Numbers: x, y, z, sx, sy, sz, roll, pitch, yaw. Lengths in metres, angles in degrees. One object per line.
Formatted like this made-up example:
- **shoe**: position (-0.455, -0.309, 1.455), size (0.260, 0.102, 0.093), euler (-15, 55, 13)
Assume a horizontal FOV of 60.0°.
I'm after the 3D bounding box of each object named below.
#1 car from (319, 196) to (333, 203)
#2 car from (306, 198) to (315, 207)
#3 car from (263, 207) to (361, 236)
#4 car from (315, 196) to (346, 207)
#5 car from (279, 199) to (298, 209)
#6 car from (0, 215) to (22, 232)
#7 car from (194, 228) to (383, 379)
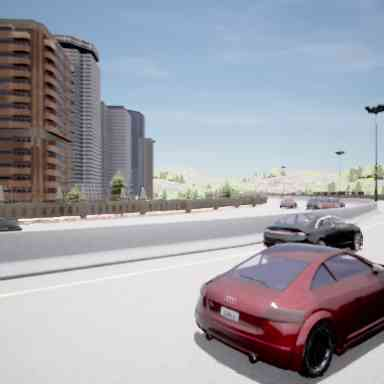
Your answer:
- **car**: position (29.869, 1.663, 74.147), size (1.812, 1.442, 4.674), euler (0, 0, 8)
- **car**: position (16.690, 1.618, 45.102), size (1.837, 1.490, 4.892), euler (0, 0, 28)
- **car**: position (4.626, 1.524, 12.369), size (4.902, 1.511, 2.128), euler (0, 0, -42)
- **car**: position (15.018, 1.439, 35.488), size (2.097, 1.767, 4.553), euler (0, 0, 33)
- **car**: position (13.636, 1.653, 46.791), size (1.812, 1.442, 4.674), euler (0, 0, 27)
- **car**: position (-9.918, 1.594, 14.251), size (4.674, 1.442, 1.812), euler (0, 0, -37)
- **car**: position (2.074, 1.580, 5.628), size (4.181, 1.385, 1.994), euler (0, 0, -38)
